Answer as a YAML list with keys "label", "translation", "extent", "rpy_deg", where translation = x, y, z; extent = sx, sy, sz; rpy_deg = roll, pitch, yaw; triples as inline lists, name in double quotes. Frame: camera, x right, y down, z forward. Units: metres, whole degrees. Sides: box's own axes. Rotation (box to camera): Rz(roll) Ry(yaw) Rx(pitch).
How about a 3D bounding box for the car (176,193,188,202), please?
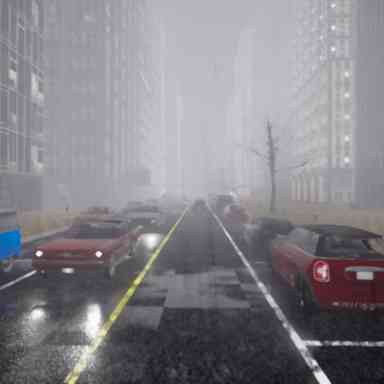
- label: "car"
  translation: [-1.616, 1.310, 67.587]
  extent: [2.033, 1.411, 5.357]
  rpy_deg: [0, 0, 1]

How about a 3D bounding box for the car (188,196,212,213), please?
- label: "car"
  translation: [0.806, 1.412, 34.745]
  extent: [1.812, 1.442, 4.674]
  rpy_deg: [0, 0, 1]

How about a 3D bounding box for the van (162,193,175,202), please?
- label: "van"
  translation: [-4.476, 1.126, 58.934]
  extent: [1.690, 1.788, 3.998]
  rpy_deg: [1, 0, 1]

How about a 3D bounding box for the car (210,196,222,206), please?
- label: "car"
  translation: [3.785, 1.362, 53.222]
  extent: [1.752, 1.417, 4.829]
  rpy_deg: [1, 0, 1]

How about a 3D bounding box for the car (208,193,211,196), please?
- label: "car"
  translation: [3.548, 1.189, 41.676]
  extent: [2.192, 1.841, 5.009]
  rpy_deg: [1, 0, 1]

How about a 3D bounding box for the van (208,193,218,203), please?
- label: "van"
  translation: [4.021, 1.141, 64.428]
  extent: [1.690, 1.788, 3.998]
  rpy_deg: [1, 0, 1]

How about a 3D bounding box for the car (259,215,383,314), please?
- label: "car"
  translation: [2.958, 1.426, 7.550]
  extent: [1.967, 1.590, 4.097]
  rpy_deg: [1, 0, 1]

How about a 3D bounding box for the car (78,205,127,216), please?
- label: "car"
  translation: [-5.316, 1.459, 19.122]
  extent: [1.887, 1.381, 4.507]
  rpy_deg: [1, 0, 1]

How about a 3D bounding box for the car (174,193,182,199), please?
- label: "car"
  translation: [-3.768, 1.119, 93.062]
  extent: [1.967, 1.590, 4.097]
  rpy_deg: [1, 0, 1]

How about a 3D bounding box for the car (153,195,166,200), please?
- label: "car"
  translation: [-4.834, 1.406, 41.871]
  extent: [1.947, 1.339, 4.313]
  rpy_deg: [1, 0, 1]

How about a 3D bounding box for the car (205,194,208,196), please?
- label: "car"
  translation: [1.044, 1.412, 46.509]
  extent: [1.994, 1.385, 4.181]
  rpy_deg: [0, 0, 1]

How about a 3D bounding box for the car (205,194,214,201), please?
- label: "car"
  translation: [3.918, 1.220, 76.258]
  extent: [1.801, 1.575, 5.366]
  rpy_deg: [0, 0, 1]

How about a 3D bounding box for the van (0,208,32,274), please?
- label: "van"
  translation: [-5.662, 1.293, 7.749]
  extent: [1.690, 1.788, 3.998]
  rpy_deg: [1, 0, 1]

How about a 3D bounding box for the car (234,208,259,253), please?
- label: "car"
  translation: [3.019, 1.533, 13.239]
  extent: [1.947, 1.339, 4.313]
  rpy_deg: [1, 0, 1]

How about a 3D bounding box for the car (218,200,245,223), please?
- label: "car"
  translation: [3.189, 1.511, 24.614]
  extent: [1.802, 1.307, 4.206]
  rpy_deg: [1, 0, 1]

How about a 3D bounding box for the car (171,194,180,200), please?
- label: "car"
  translation: [-4.006, 1.265, 81.686]
  extent: [2.008, 1.369, 4.403]
  rpy_deg: [1, 0, 1]

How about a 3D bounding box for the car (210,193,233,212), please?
- label: "car"
  translation: [3.429, 1.207, 35.989]
  extent: [2.192, 1.841, 5.009]
  rpy_deg: [1, 0, 1]

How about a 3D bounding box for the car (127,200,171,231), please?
- label: "car"
  translation: [-2.685, 1.468, 20.495]
  extent: [2.033, 1.411, 5.357]
  rpy_deg: [0, 0, 1]

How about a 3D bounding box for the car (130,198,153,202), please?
- label: "car"
  translation: [-5.071, 1.443, 30.495]
  extent: [1.947, 1.339, 4.313]
  rpy_deg: [1, 0, 1]

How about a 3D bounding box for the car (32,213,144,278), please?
- label: "car"
  translation: [-2.907, 1.555, 10.114]
  extent: [1.895, 1.301, 4.718]
  rpy_deg: [0, 0, 1]
